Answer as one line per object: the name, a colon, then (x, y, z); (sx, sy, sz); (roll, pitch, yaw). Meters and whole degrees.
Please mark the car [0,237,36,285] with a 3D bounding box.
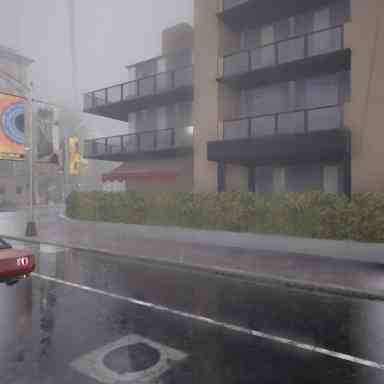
car: (-5.991, 1.601, 8.255); (4.718, 1.301, 1.895); (0, 0, 35)
